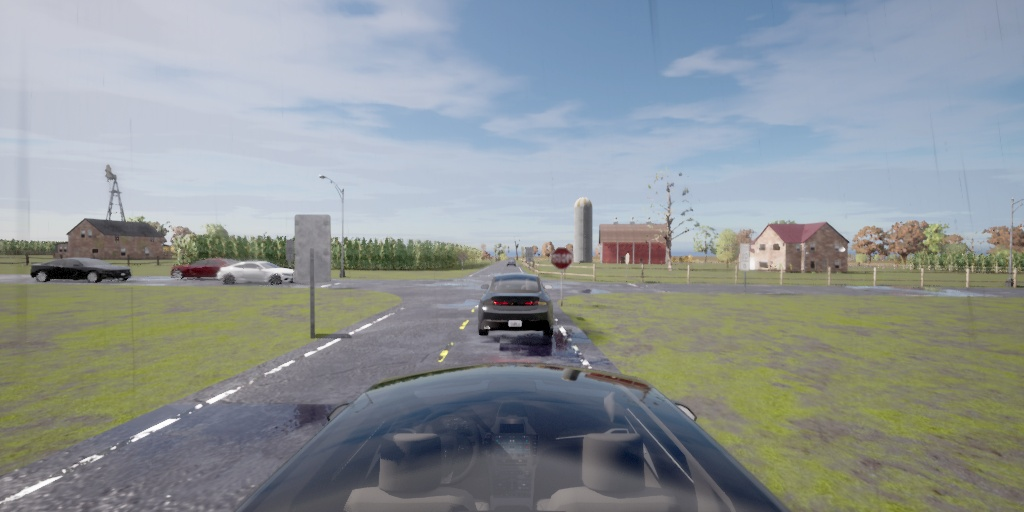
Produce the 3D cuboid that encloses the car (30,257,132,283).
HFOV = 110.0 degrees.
[{"bbox_3d":[-27.311,0.866,22.850,5.008,1.535,1.882,1,1,-1],"label":"car"}]

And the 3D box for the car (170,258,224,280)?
[{"bbox_3d":[-21.624,0.919,25.836,5.008,1.535,1.882,1,1,0],"label":"car"}]

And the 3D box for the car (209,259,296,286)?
[{"bbox_3d":[-16.092,1.080,22.912,4.674,1.442,1.812,1,1,0],"label":"car"}]

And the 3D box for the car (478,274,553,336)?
[{"bbox_3d":[0.130,1.254,10.379,1.837,1.490,4.892,0,0,1],"label":"car"}]
